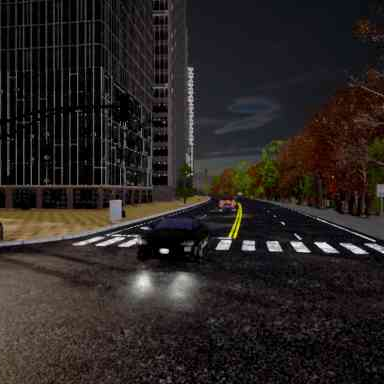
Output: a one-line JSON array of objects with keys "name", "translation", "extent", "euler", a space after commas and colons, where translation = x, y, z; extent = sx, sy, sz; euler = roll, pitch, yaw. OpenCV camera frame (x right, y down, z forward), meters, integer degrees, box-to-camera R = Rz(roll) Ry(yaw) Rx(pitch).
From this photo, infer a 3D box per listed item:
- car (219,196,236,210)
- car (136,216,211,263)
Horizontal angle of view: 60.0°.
[{"name": "car", "translation": [4.746, 1.353, 44.169], "extent": [2.097, 1.767, 4.553], "euler": [0, 0, 8]}, {"name": "car", "translation": [-0.487, 1.570, 11.922], "extent": [1.994, 1.385, 4.181], "euler": [0, 0, 10]}]
